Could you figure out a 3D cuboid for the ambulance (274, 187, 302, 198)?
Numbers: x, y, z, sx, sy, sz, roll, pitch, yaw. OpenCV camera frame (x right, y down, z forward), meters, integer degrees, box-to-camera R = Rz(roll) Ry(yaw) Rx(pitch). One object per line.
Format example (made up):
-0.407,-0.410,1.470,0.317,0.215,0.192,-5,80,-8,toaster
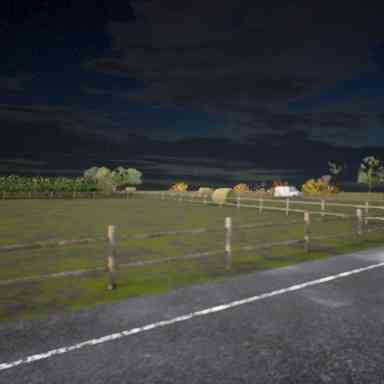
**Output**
21.388,0.080,73.772,2.351,2.431,6.366,1,0,-32,ambulance
